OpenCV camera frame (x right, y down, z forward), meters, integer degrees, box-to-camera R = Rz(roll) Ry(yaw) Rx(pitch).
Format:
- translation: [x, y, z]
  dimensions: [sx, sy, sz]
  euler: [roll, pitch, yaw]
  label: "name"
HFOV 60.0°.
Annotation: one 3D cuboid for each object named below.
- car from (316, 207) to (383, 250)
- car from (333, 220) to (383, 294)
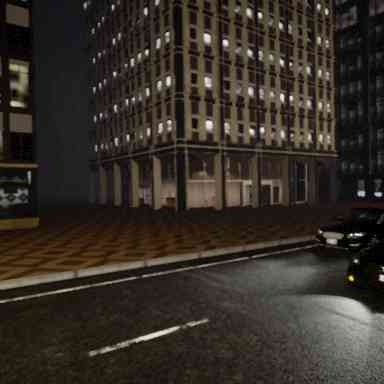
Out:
- translation: [6.591, 1.330, 12.374]
  dimensions: [4.902, 1.511, 2.128]
  euler: [-1, 1, -35]
  label: "car"
- translation: [5.336, 1.453, 7.488]
  dimensions: [4.181, 1.385, 1.994]
  euler: [-1, 1, -35]
  label: "car"
